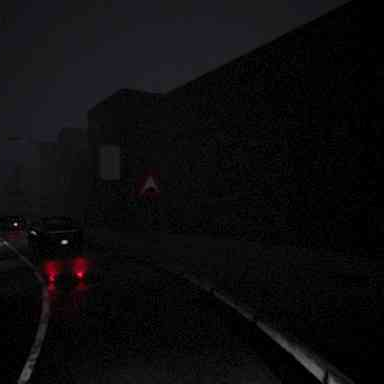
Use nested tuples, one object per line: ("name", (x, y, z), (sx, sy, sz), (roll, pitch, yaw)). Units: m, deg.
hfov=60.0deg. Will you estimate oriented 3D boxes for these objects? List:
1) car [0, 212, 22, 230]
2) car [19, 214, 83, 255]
("car", (-16.474, 2.591, 30.607), (1.837, 1.490, 4.892), (-1, -1, -34))
("car", (-6.564, 1.934, 15.726), (2.128, 1.511, 4.902), (-1, -2, -33))
